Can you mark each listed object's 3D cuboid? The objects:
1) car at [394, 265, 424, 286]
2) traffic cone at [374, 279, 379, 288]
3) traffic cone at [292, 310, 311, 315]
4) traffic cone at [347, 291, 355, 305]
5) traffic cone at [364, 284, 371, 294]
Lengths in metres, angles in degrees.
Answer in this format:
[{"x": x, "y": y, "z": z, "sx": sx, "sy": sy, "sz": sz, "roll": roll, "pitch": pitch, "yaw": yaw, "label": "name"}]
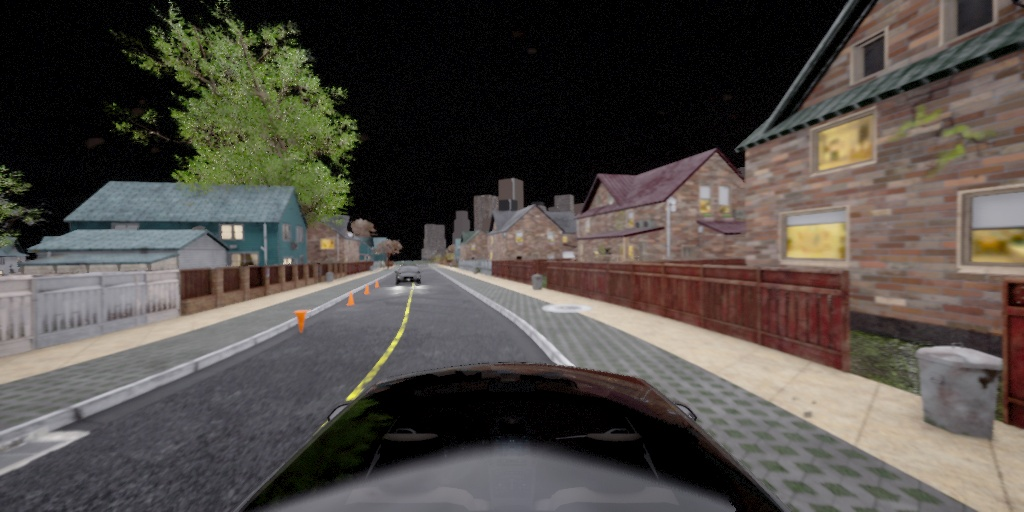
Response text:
[{"x": -8.066, "y": 1.462, "z": 28.105, "sx": 1.837, "sy": 1.490, "sz": 4.892, "roll": -1, "pitch": 0, "yaw": -15, "label": "car"}, {"x": -9.556, "y": 1.927, "z": 25.410, "sx": 0.340, "sy": 0.580, "sz": 0.340, "roll": 0, "pitch": 0, "yaw": -15, "label": "traffic cone"}, {"x": -5.727, "y": 1.206, "z": 9.742, "sx": 0.340, "sy": 0.580, "sz": 0.340, "roll": 0, "pitch": 0, "yaw": -3, "label": "traffic cone"}, {"x": -7.052, "y": 1.841, "z": 15.727, "sx": 0.340, "sy": 0.580, "sz": 0.340, "roll": 0, "pitch": 0, "yaw": -15, "label": "traffic cone"}, {"x": -8.303, "y": 1.884, "z": 20.569, "sx": 0.340, "sy": 0.580, "sz": 0.340, "roll": 0, "pitch": 0, "yaw": -15, "label": "traffic cone"}]
